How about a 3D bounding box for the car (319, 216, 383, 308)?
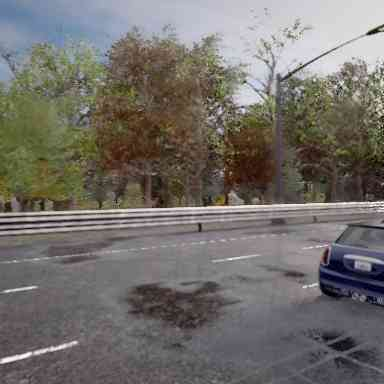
[{"bbox_3d":[4.861,1.352,7.197,4.553,1.767,2.097,0,0,-34],"label":"car"}]
